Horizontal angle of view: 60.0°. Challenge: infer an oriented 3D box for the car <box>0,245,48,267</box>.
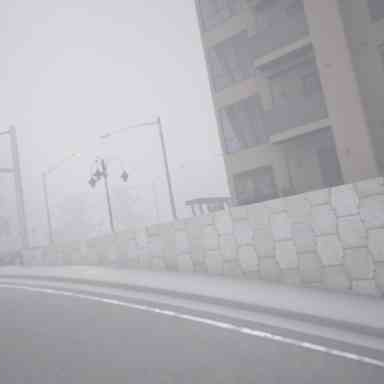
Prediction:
[{"bbox_3d":[-14.709,5.704,29.973,1.837,1.490,4.892,-15,-8,35],"label":"car"}]
